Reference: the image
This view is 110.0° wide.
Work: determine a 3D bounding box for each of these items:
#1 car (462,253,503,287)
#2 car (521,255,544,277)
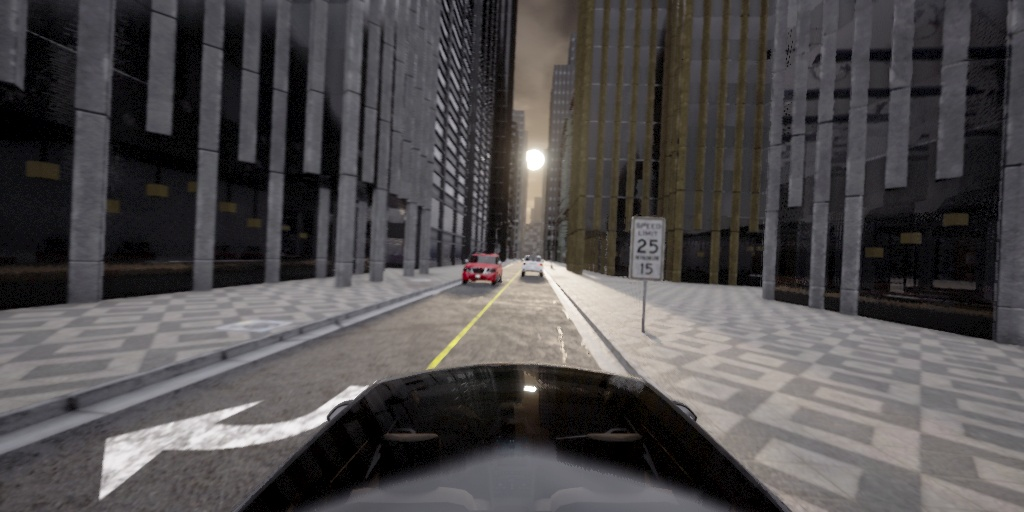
[{"bbox_3d":[-1.861,0.848,24.208,2.150,2.045,5.566,3,0,4],"label":"car"},{"bbox_3d":[2.137,1.009,37.526,2.150,2.045,5.566,3,-1,3],"label":"car"}]
